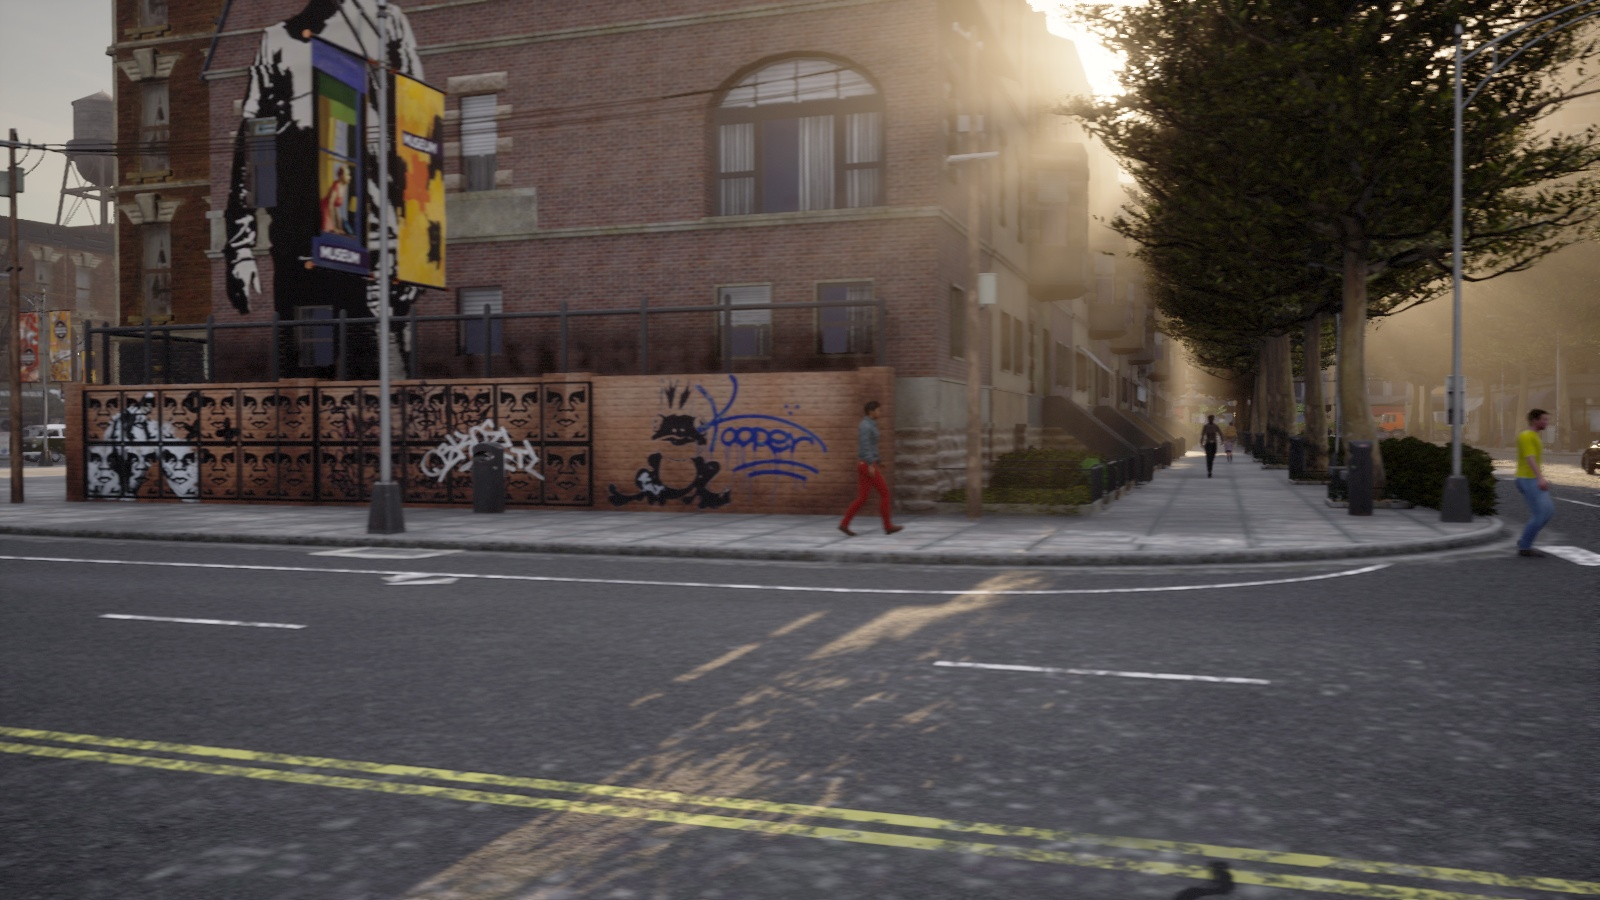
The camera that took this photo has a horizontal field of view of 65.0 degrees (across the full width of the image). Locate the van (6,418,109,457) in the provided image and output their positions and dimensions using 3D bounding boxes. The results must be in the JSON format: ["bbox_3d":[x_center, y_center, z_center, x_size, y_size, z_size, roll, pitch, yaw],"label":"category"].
[{"bbox_3d":[-39.773,-0.680,67.431,2.069,2.038,4.480,1,1,19],"label":"van"}]

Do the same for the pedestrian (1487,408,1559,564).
[{"bbox_3d":[8.739,0.420,15.185,0.706,1.836,0.354,1,1,36],"label":"pedestrian"}]

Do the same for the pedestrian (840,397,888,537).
[{"bbox_3d":[0.856,0.218,16.703,0.614,1.847,0.353,0,1,7],"label":"pedestrian"}]

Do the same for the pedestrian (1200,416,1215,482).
[{"bbox_3d":[11.464,-0.041,35.332,0.331,1.846,0.634,0,1,13],"label":"pedestrian"}]

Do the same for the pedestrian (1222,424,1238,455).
[{"bbox_3d":[26.505,-0.660,77.418,0.874,1.855,0.900,1,1,20],"label":"pedestrian"}]

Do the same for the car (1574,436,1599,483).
[{"bbox_3d":[26.304,0.296,40.060,1.816,1.474,4.193,1,1,18],"label":"car"}]
